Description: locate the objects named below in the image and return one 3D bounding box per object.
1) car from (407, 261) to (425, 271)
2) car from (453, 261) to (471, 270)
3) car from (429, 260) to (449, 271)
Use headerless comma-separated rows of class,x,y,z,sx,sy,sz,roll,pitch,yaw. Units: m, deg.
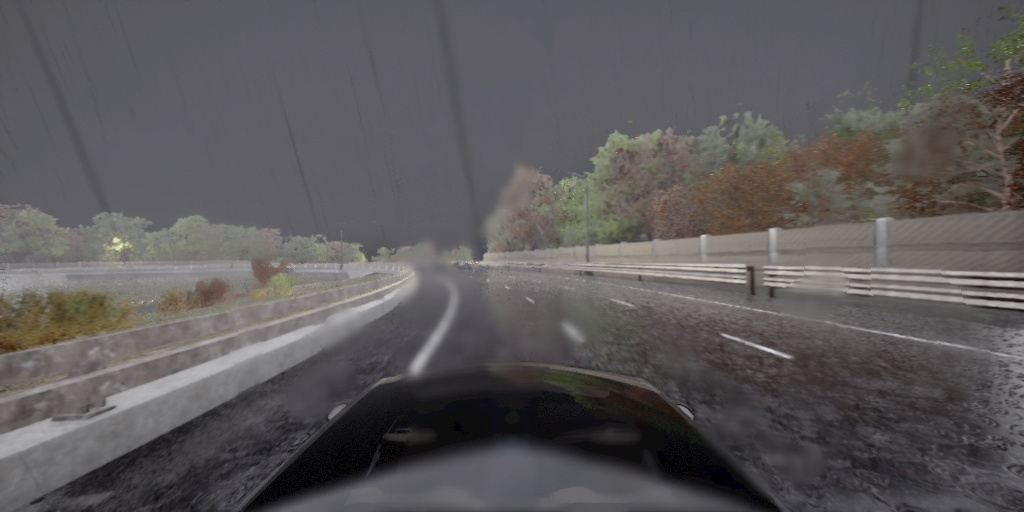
car,-15.882,1.594,58.437,2.097,1.767,4.553,-1,0,-31
car,-8.319,1.623,59.491,1.812,1.442,4.674,-1,0,-30
car,-11.961,1.518,58.702,2.097,1.767,4.553,-1,0,-31
